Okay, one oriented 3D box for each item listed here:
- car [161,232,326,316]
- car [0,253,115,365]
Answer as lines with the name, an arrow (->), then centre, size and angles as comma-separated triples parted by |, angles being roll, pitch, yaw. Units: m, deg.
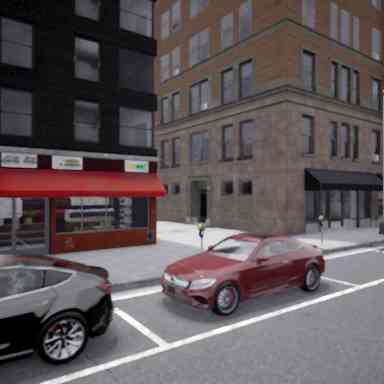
car -> 1.318, 1.607, 7.478 | 4.206, 1.307, 1.802 | 0, 0, -36
car -> -3.159, 1.565, 4.281 | 4.313, 1.339, 1.947 | 0, 0, -36
